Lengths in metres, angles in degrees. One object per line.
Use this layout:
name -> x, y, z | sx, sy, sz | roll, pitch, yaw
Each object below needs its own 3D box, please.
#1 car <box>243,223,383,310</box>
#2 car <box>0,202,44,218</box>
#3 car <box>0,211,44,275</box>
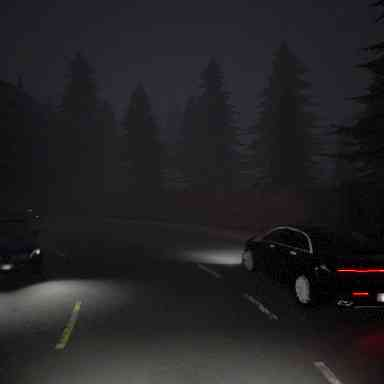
car -> 2.751, 1.506, 7.929 | 1.837, 1.490, 4.892 | 1, 0, -11
car -> -13.113, 1.494, 24.160 | 4.902, 1.511, 2.128 | 0, 0, 21
car -> -5.690, 1.527, 9.945 | 1.812, 1.442, 4.674 | 1, 0, -33
